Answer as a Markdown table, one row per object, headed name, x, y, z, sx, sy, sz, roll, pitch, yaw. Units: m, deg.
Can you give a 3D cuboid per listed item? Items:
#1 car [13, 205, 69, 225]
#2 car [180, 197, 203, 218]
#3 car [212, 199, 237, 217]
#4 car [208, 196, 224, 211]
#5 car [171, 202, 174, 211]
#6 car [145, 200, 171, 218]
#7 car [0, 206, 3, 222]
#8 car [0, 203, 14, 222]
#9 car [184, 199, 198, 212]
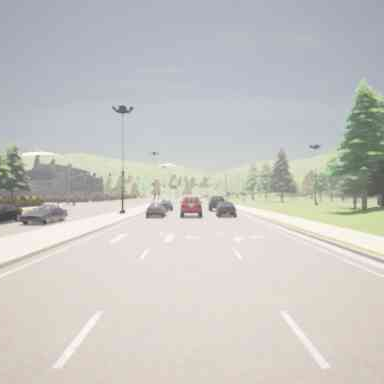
| name | x | y | z | sx | sy | sz | roll | pitch | yaw |
| --- | --- | --- | --- | --- | --- | --- | --- | --- | --- |
| car | -11.575 | 1.745 | 26.429 | 2.033 | 1.411 | 5.357 | 0 | 0 | 0 |
| car | -0.063 | 1.467 | 33.614 | 2.150 | 2.045 | 5.566 | 0 | 0 | 0 |
| car | 3.437 | 1.752 | 33.997 | 1.837 | 1.490 | 4.892 | 0 | 0 | 0 |
| car | 3.414 | 1.562 | 46.304 | 2.150 | 2.045 | 5.566 | 0 | 0 | 0 |
| car | -3.588 | 1.868 | 46.765 | 1.812 | 1.442 | 4.674 | 0 | 0 | 0 |
| car | -3.562 | 1.795 | 33.667 | 2.033 | 1.411 | 5.357 | 0 | 0 | 0 |
| car | -11.613 | 1.628 | 16.134 | 1.837 | 1.490 | 4.892 | 0 | 0 | 0 |
| car | -15.072 | 1.672 | 25.779 | 1.882 | 1.535 | 5.008 | 0 | 0 | 0 |
| car | -0.086 | 1.846 | 46.393 | 1.837 | 1.490 | 4.892 | 0 | 0 | 0 |
